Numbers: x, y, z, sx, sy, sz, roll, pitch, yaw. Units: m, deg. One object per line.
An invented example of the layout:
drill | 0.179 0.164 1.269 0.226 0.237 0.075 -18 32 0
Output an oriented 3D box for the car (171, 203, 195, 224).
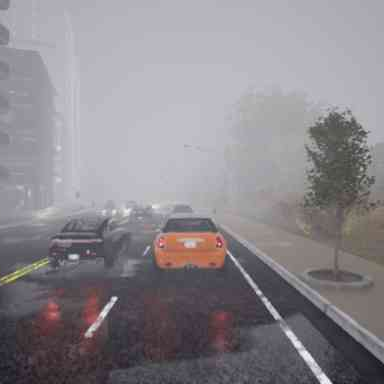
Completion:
car | -0.852 1.766 29.052 1.882 1.535 5.008 0 -1 -3

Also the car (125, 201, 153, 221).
car | -4.017 1.770 27.437 2.128 1.511 4.902 0 -1 -3

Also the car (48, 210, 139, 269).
car | -3.353 1.614 11.689 2.128 1.511 4.902 0 -1 -1

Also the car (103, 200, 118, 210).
car | -12.789 2.030 52.427 1.837 1.490 4.892 0 0 -6

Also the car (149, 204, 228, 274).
car | -0.092 1.465 11.134 2.097 1.767 4.553 0 -1 -1

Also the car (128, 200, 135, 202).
car | -9.579 2.050 52.998 1.812 1.442 4.674 0 -1 -6
